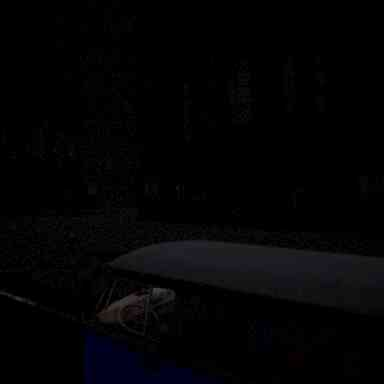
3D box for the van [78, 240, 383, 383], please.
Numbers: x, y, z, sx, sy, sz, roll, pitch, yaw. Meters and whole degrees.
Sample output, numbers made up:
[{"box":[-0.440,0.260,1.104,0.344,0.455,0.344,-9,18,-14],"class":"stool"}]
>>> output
[{"box":[0.894,1.344,2.345,3.998,1.788,1.690,0,0,36],"class":"van"}]
